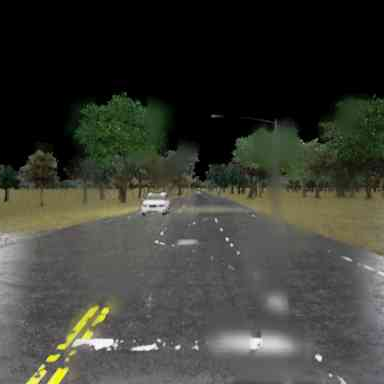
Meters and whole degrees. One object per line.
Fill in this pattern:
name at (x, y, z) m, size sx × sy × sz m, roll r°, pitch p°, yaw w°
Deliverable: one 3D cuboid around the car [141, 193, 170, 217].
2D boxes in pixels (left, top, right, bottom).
car at (-3.246, 1.099, 30.753) m, size 2.150 × 2.045 × 5.566 m, roll 0°, pitch 1°, yaw 2°
